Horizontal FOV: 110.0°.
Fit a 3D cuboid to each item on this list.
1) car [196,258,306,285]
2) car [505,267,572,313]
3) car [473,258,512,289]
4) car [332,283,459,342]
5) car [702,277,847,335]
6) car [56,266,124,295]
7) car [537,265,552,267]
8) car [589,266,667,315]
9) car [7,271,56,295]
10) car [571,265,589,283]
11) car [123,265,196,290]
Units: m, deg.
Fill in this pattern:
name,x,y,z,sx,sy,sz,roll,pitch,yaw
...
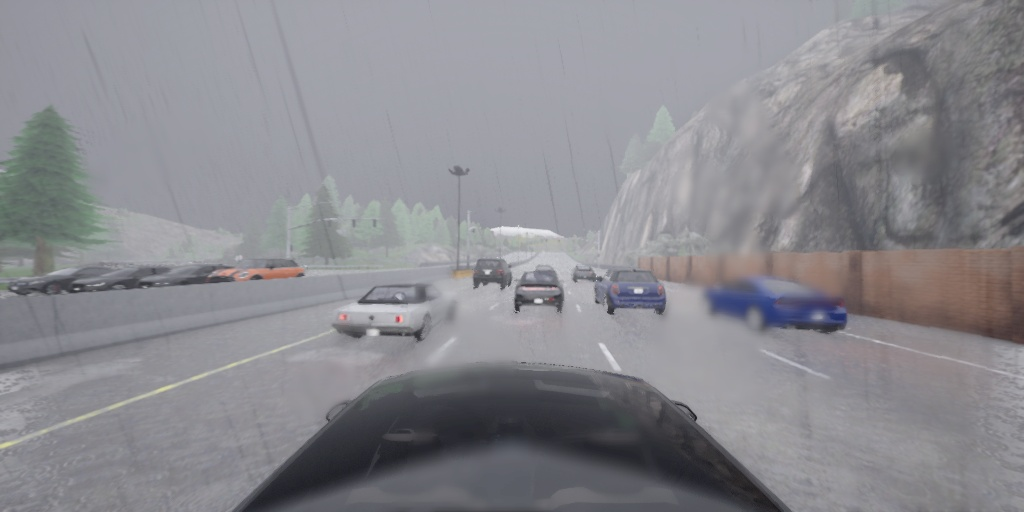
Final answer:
name,x,y,z,sx,sy,sz,roll,pitch,yaw
car,-12.725,0.866,18.164,2.097,1.767,4.553,0,-1,6
car,1.136,1.380,14.781,2.128,1.511,4.902,0,-1,5
car,-1.312,1.195,25.529,2.150,2.045,5.566,0,-1,6
car,-2.837,1.406,10.026,1.895,1.301,4.718,0,-1,5
car,7.842,1.397,11.374,1.882,1.535,5.008,0,-1,5
car,-19.696,1.295,18.845,1.837,1.490,4.892,0,-1,6
car,2.932,1.561,32.649,1.882,1.535,5.008,0,-1,6
car,4.659,1.275,14.776,2.097,1.767,4.553,0,-1,5
car,-23.178,1.274,19.203,1.812,1.442,4.674,0,-1,6
car,6.491,1.611,33.035,2.128,1.511,4.902,0,-1,6
car,-16.213,1.182,18.489,1.837,1.490,4.892,0,-1,6
